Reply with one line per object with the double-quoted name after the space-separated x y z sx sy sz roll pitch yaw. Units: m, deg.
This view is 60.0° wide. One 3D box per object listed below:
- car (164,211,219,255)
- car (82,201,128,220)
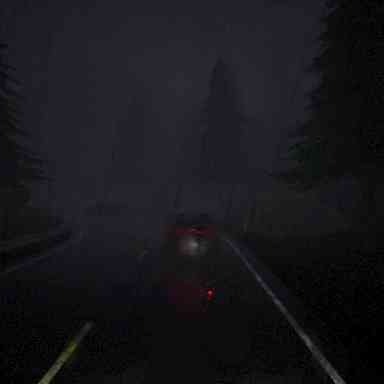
-0.037 1.529 13.355 1.837 1.490 4.892 0 -1 -2 "car"
-7.738 1.533 29.238 5.008 1.535 1.882 0 -1 41 "car"
